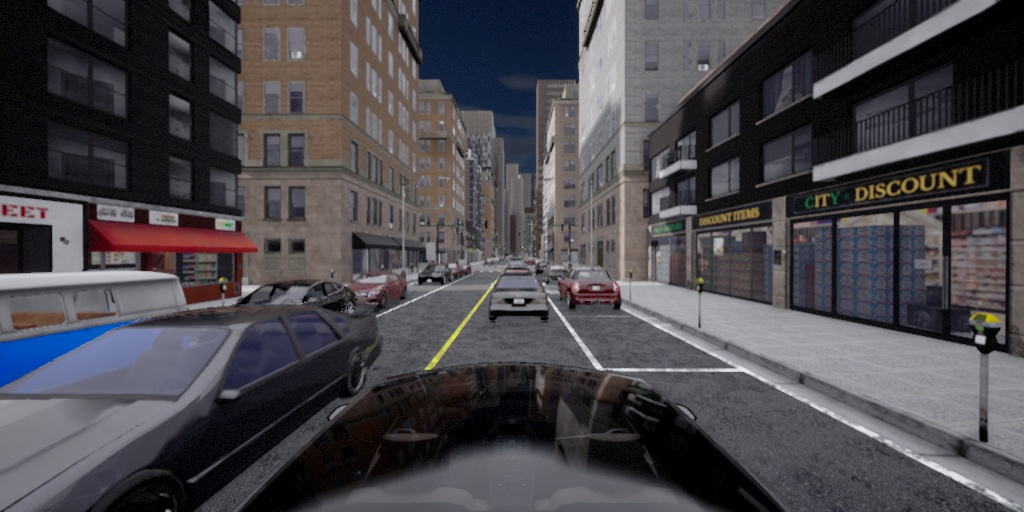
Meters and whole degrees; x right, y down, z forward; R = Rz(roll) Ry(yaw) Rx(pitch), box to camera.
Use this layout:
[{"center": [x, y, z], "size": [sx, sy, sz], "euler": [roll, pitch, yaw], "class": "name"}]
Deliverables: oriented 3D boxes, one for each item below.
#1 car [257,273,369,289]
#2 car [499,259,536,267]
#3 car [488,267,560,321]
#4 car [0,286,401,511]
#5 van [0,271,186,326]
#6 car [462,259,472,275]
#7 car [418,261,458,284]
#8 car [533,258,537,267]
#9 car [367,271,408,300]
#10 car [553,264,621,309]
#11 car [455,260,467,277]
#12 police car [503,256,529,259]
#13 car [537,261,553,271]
[{"center": [-5.593, 1.292, 9.183], "size": [1.948, 1.339, 4.313], "euler": [0, 0, 1], "class": "car"}, {"center": [0.372, 1.168, 25.601], "size": [2.128, 1.511, 4.902], "euler": [0, 0, 1], "class": "car"}, {"center": [0.214, 1.264, 12.220], "size": [2.033, 1.411, 5.357], "euler": [0, 0, 1], "class": "car"}, {"center": [-3.088, 1.291, 3.770], "size": [2.033, 1.411, 5.357], "euler": [0, 0, 1], "class": "car"}, {"center": [-5.660, 1.084, 3.682], "size": [1.690, 1.789, 3.998], "euler": [0, 0, 1], "class": "van"}, {"center": [-5.263, 1.084, 36.688], "size": [1.967, 1.591, 4.097], "euler": [0, 0, 1], "class": "car"}, {"center": [-5.395, 1.242, 25.686], "size": [1.948, 1.339, 4.313], "euler": [0, 0, 1], "class": "car"}, {"center": [3.262, 1.210, 36.585], "size": [1.948, 1.339, 4.313], "euler": [0, 0, 1], "class": "car"}, {"center": [-5.527, 1.291, 14.684], "size": [1.802, 1.307, 4.207], "euler": [0, 0, 1], "class": "car"}, {"center": [2.998, 1.149, 14.582], "size": [1.967, 1.591, 4.097], "euler": [0, 0, 1], "class": "car"}, {"center": [-5.329, 1.242, 31.187], "size": [1.802, 1.307, 4.207], "euler": [0, 0, 1], "class": "car"}, {"center": [0.392, 1.072, 35.620], "size": [1.930, 1.638, 5.238], "euler": [0, 0, 1], "class": "police car"}, {"center": [3.129, 1.227, 25.584], "size": [2.007, 1.370, 4.403], "euler": [0, 0, 1], "class": "car"}]
